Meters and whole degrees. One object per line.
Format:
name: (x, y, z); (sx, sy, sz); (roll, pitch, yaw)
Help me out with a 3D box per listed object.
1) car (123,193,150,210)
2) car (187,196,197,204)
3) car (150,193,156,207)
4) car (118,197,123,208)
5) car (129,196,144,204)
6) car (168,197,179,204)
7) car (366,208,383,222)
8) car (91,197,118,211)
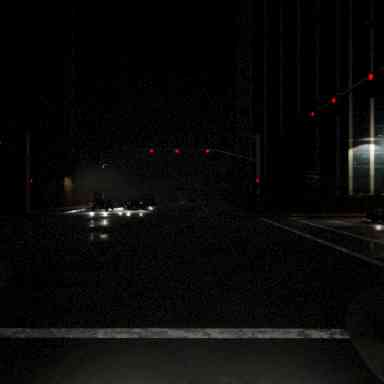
car: (-7.141, 1.352, 43.421); (2.097, 1.767, 4.553); (0, 0, 0)
car: (-0.065, 1.526, 64.979); (1.812, 1.442, 4.674); (0, 0, 0)
car: (-7.138, 1.222, 53.223); (2.150, 2.045, 5.566); (0, 0, 0)
car: (-10.641, 1.491, 49.181); (2.128, 1.511, 4.902); (0, 0, 0)
car: (-10.578, 1.493, 63.533); (2.128, 1.511, 4.902); (0, 0, 0)
car: (-3.566, 1.601, 65.546); (1.895, 1.301, 4.718); (0, 0, 0)
car: (15.459, 1.478, 24.352); (5.008, 1.535, 1.882); (0, 0, -1)
car: (-10.619, 1.526, 39.912); (1.812, 1.442, 4.674); (0, 0, 0)
